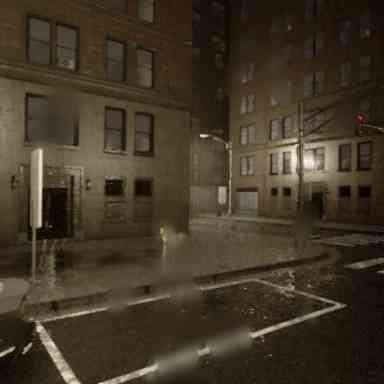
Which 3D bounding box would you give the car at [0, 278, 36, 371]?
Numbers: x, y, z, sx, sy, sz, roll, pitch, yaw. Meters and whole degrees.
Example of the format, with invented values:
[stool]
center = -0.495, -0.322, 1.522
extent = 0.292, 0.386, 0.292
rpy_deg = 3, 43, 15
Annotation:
[car]
center = -3.996, 1.532, 3.338
extent = 4.403, 1.369, 2.008
rpy_deg = 1, -1, -36
